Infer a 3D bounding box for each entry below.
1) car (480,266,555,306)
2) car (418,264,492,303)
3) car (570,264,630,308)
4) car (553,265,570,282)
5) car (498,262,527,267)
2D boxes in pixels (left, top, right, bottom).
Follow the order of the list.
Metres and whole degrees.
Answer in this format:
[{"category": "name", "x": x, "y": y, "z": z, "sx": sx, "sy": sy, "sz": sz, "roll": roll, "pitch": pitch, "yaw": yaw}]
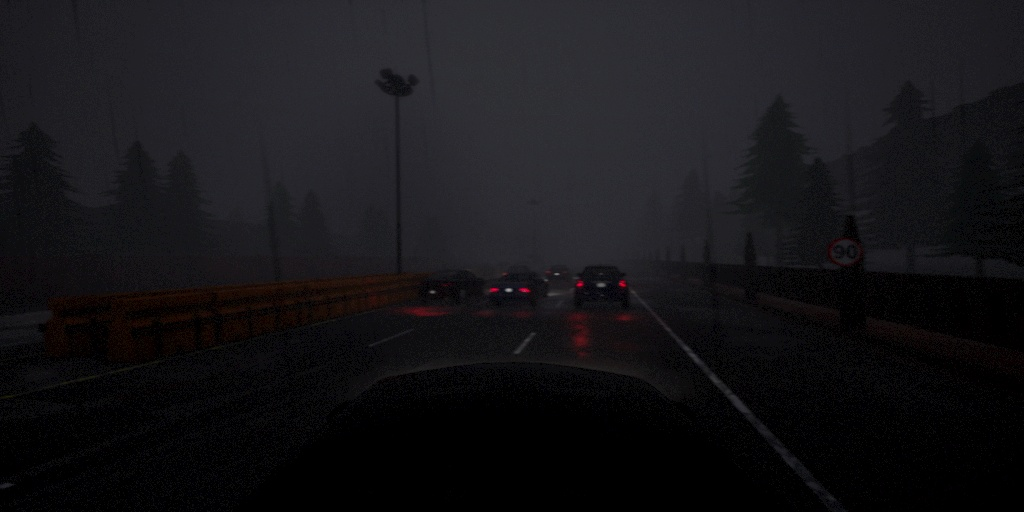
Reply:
[{"category": "car", "x": 0.477, "y": 1.394, "z": 16.431, "sx": 2.033, "sy": 1.411, "sz": 5.357, "roll": -1, "pitch": 0, "yaw": 14}, {"category": "car", "x": -2.800, "y": 1.382, "z": 17.747, "sx": 1.882, "sy": 1.535, "sz": 5.008, "roll": -1, "pitch": 0, "yaw": 14}, {"category": "car", "x": 3.895, "y": 1.141, "z": 15.681, "sx": 2.097, "sy": 1.767, "sz": 4.553, "roll": -1, "pitch": -1, "yaw": 14}, {"category": "car", "x": 4.153, "y": 1.462, "z": 31.311, "sx": 1.994, "sy": 1.385, "sz": 4.181, "roll": -1, "pitch": 0, "yaw": 14}, {"category": "car", "x": 0.674, "y": 1.500, "z": 31.832, "sx": 2.033, "sy": 1.411, "sz": 5.357, "roll": -1, "pitch": 0, "yaw": 14}]
